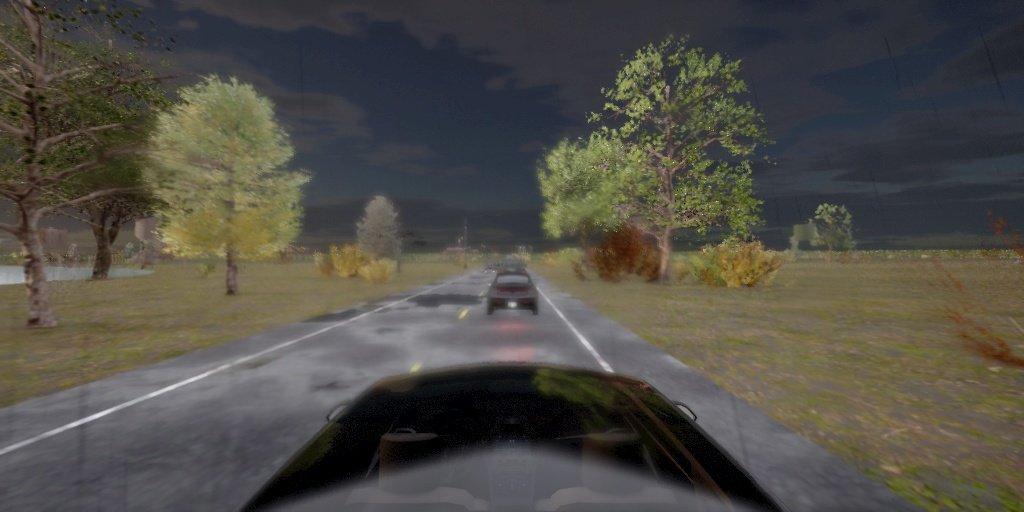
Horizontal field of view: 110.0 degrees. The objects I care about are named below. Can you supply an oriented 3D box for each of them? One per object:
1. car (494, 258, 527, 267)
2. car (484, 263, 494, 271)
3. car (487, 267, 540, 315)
[{"bbox_3d":[0.026,1.208,28.144,2.150,2.045,5.566,0,0,0],"label":"car"},{"bbox_3d":[-3.572,1.787,59.566,1.994,1.385,4.181,0,0,0],"label":"car"},{"bbox_3d":[0.041,1.370,14.276,1.837,1.490,4.892,0,0,0],"label":"car"}]
